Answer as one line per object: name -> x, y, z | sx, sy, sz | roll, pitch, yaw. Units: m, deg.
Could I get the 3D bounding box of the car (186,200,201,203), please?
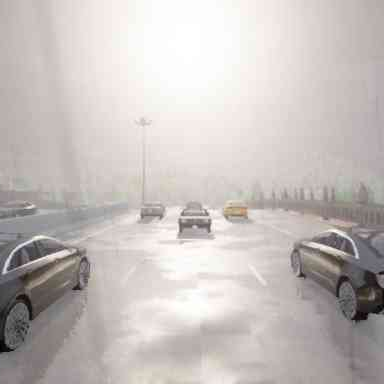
car -> 0.240, 1.632, 41.550 | 1.994, 1.385, 4.181 | 0, -1, 0

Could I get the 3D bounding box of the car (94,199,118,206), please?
car -> -10.424, 1.591, 41.838 | 1.812, 1.442, 4.674 | 0, -2, 1

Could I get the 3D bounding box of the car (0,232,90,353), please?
car -> -3.369, 1.490, 6.104 | 2.128, 1.511, 4.902 | 0, 0, 0

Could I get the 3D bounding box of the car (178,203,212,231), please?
car -> 0.166, 1.604, 20.292 | 1.895, 1.301, 4.718 | 0, 0, 0

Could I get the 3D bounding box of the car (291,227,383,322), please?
car -> 3.632, 1.496, 7.237 | 2.128, 1.511, 4.902 | 0, 0, 0

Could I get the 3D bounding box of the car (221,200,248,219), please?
car -> 3.697, 1.485, 29.432 | 1.882, 1.535, 5.008 | 0, 0, 0

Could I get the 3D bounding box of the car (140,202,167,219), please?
car -> -3.305, 1.549, 28.853 | 2.033, 1.411, 5.357 | 0, 0, 0

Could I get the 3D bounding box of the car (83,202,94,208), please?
car -> -17.312, 2.425, 57.479 | 1.882, 1.535, 5.008 | 0, -5, 0

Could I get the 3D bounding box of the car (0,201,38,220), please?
car -> -14.004, 1.497, 26.414 | 1.837, 1.490, 4.892 | 0, 0, 0
